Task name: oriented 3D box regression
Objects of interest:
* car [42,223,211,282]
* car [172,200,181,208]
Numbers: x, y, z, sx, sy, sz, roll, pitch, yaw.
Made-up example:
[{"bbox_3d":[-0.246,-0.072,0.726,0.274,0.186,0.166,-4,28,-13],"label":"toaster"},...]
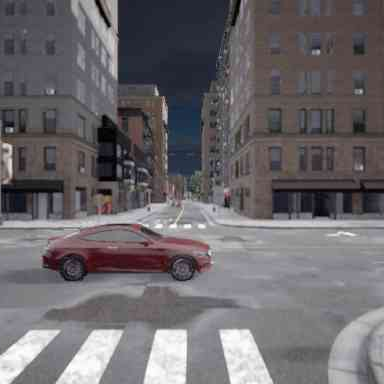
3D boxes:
[{"bbox_3d":[-1.788,1.626,9.484,4.674,1.442,1.812,0,0,0],"label":"car"},{"bbox_3d":[-3.111,2.317,66.539,2.128,1.511,4.902,0,-1,-2],"label":"car"}]
